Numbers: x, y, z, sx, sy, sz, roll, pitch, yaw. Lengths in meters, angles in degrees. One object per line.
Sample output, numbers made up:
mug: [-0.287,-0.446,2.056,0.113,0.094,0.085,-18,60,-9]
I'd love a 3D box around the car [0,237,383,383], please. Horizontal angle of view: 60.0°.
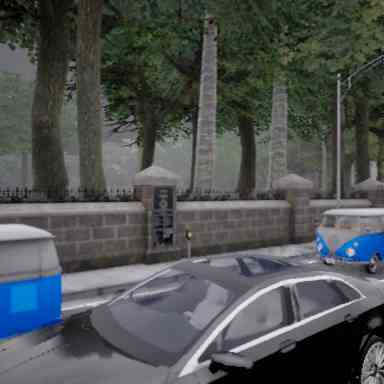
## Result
car: [0.316,1.508,3.478,4.902,1.511,2.128,1,0,-35]

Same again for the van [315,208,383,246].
van: [5.578,1.416,10.519,3.998,1.788,1.690,0,0,-36]

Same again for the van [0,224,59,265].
van: [-3.630,1.337,3.943,3.998,1.788,1.690,1,-1,-36]
